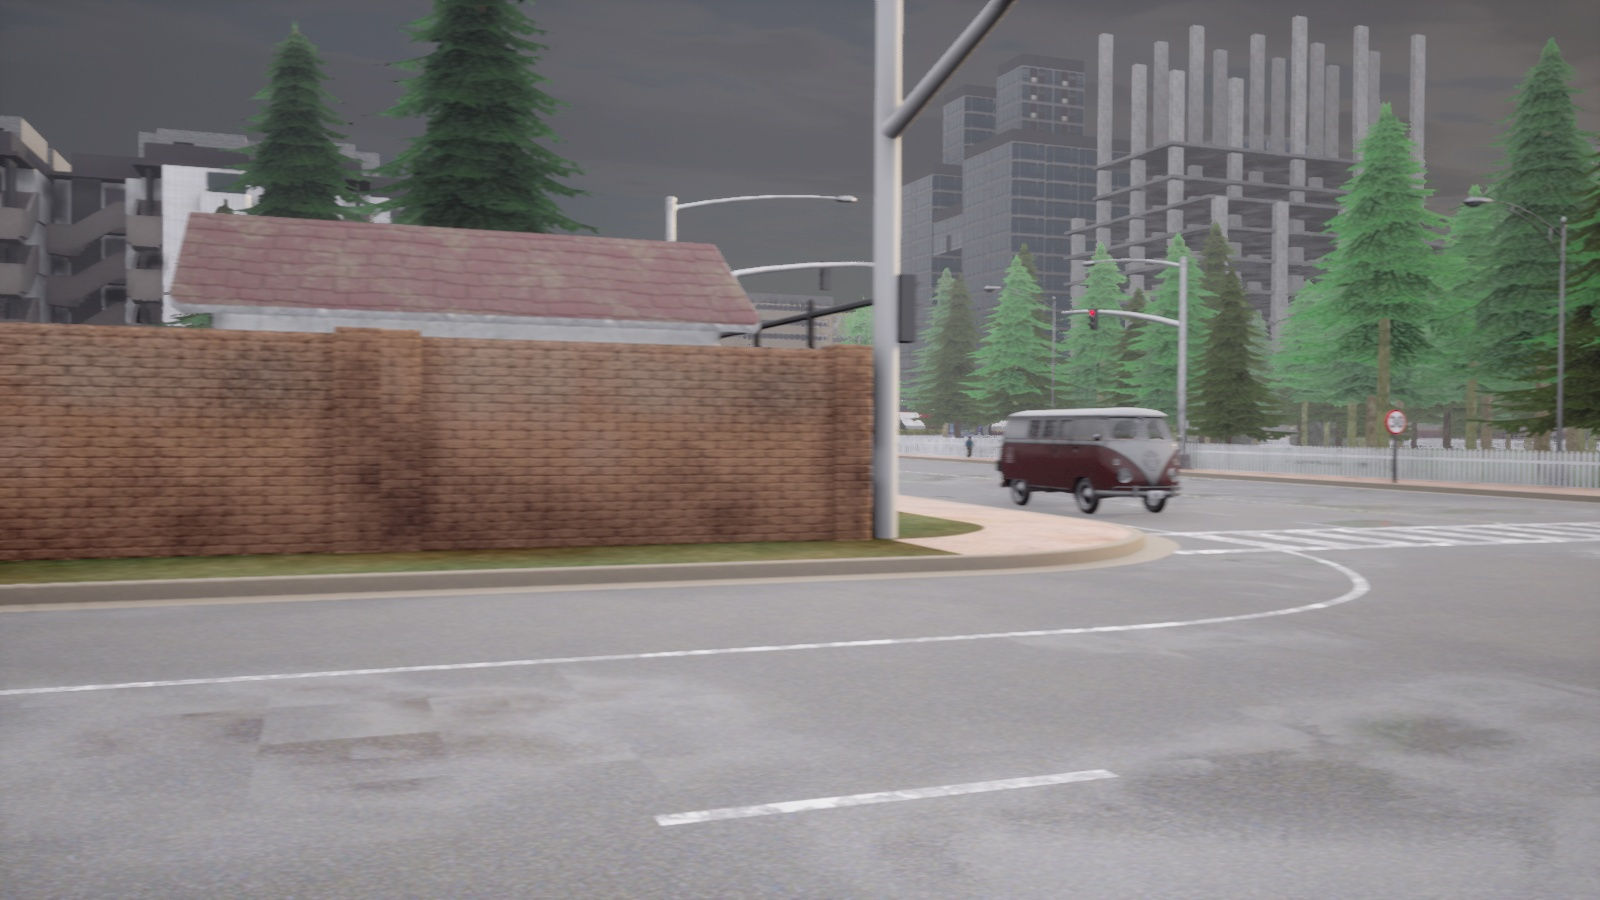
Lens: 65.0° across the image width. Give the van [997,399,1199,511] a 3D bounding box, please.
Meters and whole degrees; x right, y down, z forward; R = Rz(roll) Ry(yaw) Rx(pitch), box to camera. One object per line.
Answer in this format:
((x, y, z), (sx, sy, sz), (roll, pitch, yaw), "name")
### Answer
((5.743, 0.048, 24.801), (1.775, 1.987, 4.442), (-1, 1, -19), "van")
